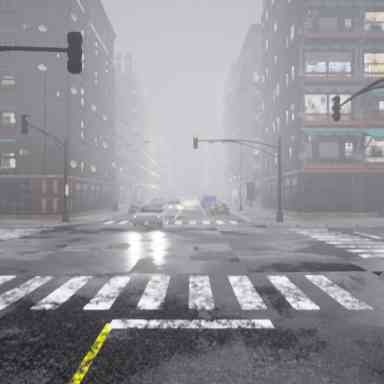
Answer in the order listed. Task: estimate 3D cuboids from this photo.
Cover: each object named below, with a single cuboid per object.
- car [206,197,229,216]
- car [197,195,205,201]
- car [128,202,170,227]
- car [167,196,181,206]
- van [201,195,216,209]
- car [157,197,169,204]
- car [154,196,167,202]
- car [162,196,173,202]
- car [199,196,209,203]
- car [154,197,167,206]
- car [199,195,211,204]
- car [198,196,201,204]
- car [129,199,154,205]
[{"bbox_3d":[2.633,1.524,32.287,1.752,1.417,4.829,1,0,0],"label":"car"},{"bbox_3d":[2.389,1.591,85.710,1.887,1.381,4.507,1,0,0],"label":"car"},{"bbox_3d":[-2.800,1.599,22.619,1.895,1.301,4.718,0,0,0],"label":"car"},{"bbox_3d":[-2.870,1.537,55.300,1.994,1.385,4.181,0,0,0],"label":"car"},{"bbox_3d":[2.509,1.347,46.120,1.690,1.788,3.998,1,0,0],"label":"van"},{"bbox_3d":[-5.443,1.601,63.014,1.802,1.307,4.206,1,0,0],"label":"car"},{"bbox_3d":[-5.419,1.592,51.698,1.802,1.307,4.206,1,0,0],"label":"car"},{"bbox_3d":[-5.467,1.582,74.330,2.008,1.369,4.403,1,0,0],"label":"car"},{"bbox_3d":[2.425,1.575,68.742,2.008,1.369,4.403,1,0,0],"label":"car"},{"bbox_3d":[-5.430,1.540,57.186,1.752,1.417,4.829,1,0,0],"label":"car"},{"bbox_3d":[2.439,1.459,63.086,1.967,1.590,4.097,1,0,0],"label":"car"},{"bbox_3d":[2.464,1.325,51.774,2.192,1.841,5.009,1,0,0],"label":"car"},{"bbox_3d":[-5.511,1.551,34.725,2.008,1.369,4.403,1,0,0],"label":"car"}]
